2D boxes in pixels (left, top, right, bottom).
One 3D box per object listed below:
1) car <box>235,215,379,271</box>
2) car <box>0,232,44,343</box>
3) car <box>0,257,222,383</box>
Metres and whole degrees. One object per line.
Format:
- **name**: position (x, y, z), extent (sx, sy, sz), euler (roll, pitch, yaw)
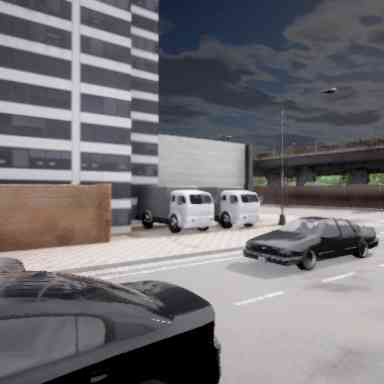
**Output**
- **car**: position (4.200, 1.549, 11.192), extent (5.357, 1.411, 2.033), euler (0, 0, -35)
- **car**: position (-5.148, 1.548, 4.608), extent (5.357, 1.411, 2.033), euler (0, 0, -35)
- **car**: position (-2.045, 1.478, 2.515), extent (5.008, 1.535, 1.882), euler (0, 0, -35)
